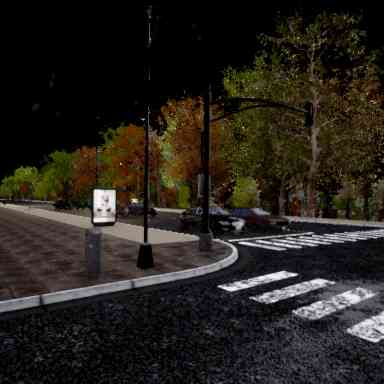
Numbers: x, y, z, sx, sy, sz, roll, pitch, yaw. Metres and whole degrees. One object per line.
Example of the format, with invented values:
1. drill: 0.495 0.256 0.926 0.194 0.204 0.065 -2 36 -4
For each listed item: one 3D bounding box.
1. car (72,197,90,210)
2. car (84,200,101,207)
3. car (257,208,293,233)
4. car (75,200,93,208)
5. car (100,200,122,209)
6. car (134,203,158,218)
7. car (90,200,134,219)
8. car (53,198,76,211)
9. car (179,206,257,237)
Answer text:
1. car: -17.187 1.720 51.235 2.150 2.045 5.566 1 -1 -35
2. car: -19.989 2.302 66.874 1.994 1.385 4.181 1 -1 -35
3. car: 3.662 1.672 20.929 2.033 1.411 5.357 1 -1 -35
4. car: -19.896 2.171 61.016 1.812 1.442 4.674 1 -1 -35
5. car: -14.255 2.128 58.589 2.128 1.511 4.902 1 -1 -35
6. car: -5.455 1.835 34.100 2.033 1.411 5.357 1 -1 -35
7. car: -7.713 1.588 31.662 2.097 1.767 4.553 1 -1 -35
8. car: -18.401 1.938 47.230 1.837 1.490 4.892 1 -2 -34
9. car: 1.051 1.568 18.820 2.128 1.511 4.902 1 -1 -32
